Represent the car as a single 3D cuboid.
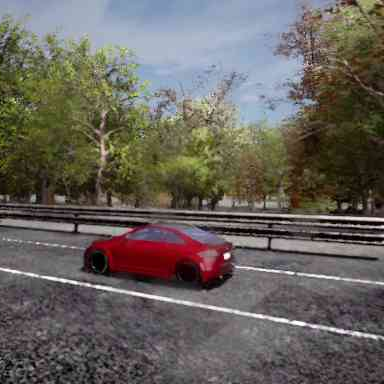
[{"bbox_3d":[-0.916,1.529,9.098,4.181,1.385,1.994,0,0,27],"label":"car"}]
